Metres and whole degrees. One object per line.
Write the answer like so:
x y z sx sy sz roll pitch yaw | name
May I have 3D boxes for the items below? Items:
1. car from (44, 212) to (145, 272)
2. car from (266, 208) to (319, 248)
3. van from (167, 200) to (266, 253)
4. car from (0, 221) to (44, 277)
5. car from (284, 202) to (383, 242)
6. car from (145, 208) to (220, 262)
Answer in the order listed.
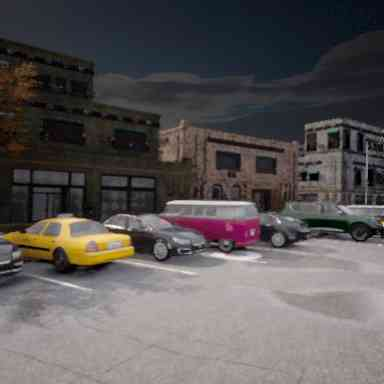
-4.266 1.488 10.762 5.366 1.575 1.946 -1 -1 35 | car
3.047 1.659 15.729 4.892 1.521 2.231 0 -1 35 | car
0.564 1.357 14.118 4.442 1.987 1.878 -1 -1 35 | van
-6.495 1.474 8.971 4.892 1.521 2.231 -1 -1 35 | car
7.860 1.622 19.115 5.566 2.045 2.435 0 -3 35 | car
-1.730 1.527 12.362 4.892 1.521 2.231 -1 -1 35 | car
